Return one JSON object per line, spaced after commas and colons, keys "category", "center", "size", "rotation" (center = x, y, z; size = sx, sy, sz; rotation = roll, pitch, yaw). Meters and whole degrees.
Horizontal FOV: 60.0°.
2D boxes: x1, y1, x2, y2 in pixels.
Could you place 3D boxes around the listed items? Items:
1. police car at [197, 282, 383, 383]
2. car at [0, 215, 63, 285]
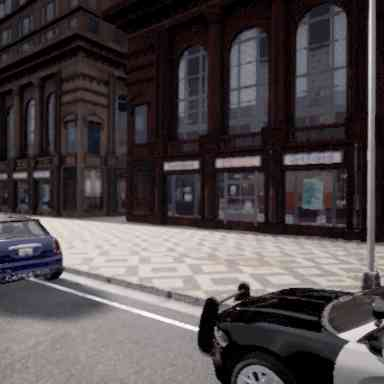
{"category": "police car", "center": [2.415, 1.461, 2.982], "size": [5.238, 1.638, 1.930], "rotation": [0, 0, 37]}
{"category": "car", "center": [-5.488, 1.380, 8.878], "size": [4.553, 1.767, 2.097], "rotation": [0, 0, 37]}
